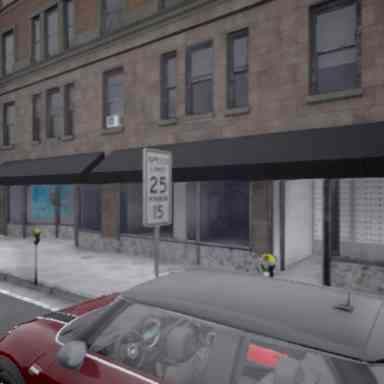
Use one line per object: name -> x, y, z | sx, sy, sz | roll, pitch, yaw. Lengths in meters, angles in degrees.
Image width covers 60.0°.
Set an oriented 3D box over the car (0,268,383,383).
car -> -0.059, 1.440, 2.891 | 4.097, 1.590, 1.967 | 0, 0, 36
